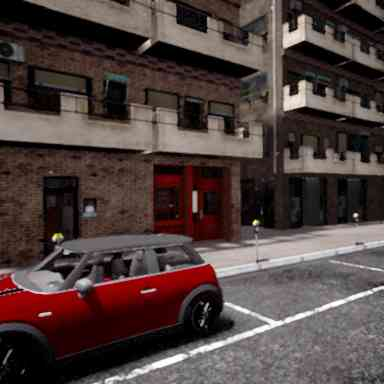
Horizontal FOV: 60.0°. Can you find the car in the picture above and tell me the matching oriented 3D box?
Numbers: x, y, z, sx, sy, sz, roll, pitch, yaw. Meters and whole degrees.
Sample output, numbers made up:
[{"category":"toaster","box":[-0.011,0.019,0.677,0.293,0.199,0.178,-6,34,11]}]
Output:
[{"category":"car","box":[-1.537,1.442,5.015,4.097,1.590,1.967,0,-1,-35]}]
